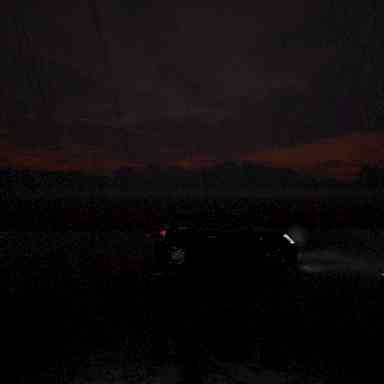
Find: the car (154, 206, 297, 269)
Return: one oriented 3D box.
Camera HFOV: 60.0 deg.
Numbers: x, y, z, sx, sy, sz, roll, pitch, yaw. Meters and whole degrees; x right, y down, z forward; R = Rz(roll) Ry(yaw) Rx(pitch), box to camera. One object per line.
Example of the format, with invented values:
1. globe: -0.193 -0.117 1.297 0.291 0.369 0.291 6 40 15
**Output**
1. car: 1.046 1.376 10.891 4.553 1.767 2.097 2 2 -6
